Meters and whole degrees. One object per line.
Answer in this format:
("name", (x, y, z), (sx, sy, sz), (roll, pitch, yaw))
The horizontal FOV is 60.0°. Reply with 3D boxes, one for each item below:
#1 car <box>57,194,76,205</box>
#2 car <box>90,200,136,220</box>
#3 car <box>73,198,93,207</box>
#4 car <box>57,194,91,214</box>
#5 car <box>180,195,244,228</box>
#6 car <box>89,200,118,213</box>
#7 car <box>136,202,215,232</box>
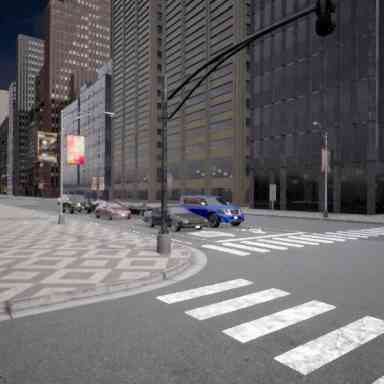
("car", (-24.719, 1.489, 65.204), (2.150, 2.045, 5.566), (1, -1, -36))
("car", (-6.900, 1.584, 28.723), (1.812, 1.442, 4.674), (1, -1, -35))
("car", (-18.673, 1.733, 56.739), (1.837, 1.490, 4.892), (1, -1, -36))
("car", (-13.117, 1.323, 37.452), (2.150, 2.045, 5.566), (1, -1, -36))
("car", (1.120, 1.268, 23.073), (2.150, 2.045, 5.566), (1, -1, -36))
("car", (-10.604, 1.652, 39.520), (1.812, 1.442, 4.674), (1, -1, -35))
("car", (-1.209, 1.568, 20.752), (2.033, 1.411, 5.357), (1, -1, -35))
